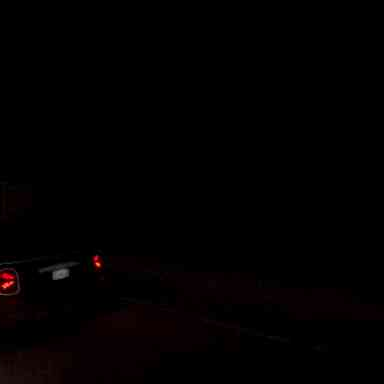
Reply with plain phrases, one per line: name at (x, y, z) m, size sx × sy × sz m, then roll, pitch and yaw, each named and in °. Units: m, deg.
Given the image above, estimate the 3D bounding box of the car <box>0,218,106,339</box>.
car at (-3.843, 1.323, 6.503) m, size 4.553 × 1.767 × 2.097 m, roll 0°, pitch 0°, yaw 34°
